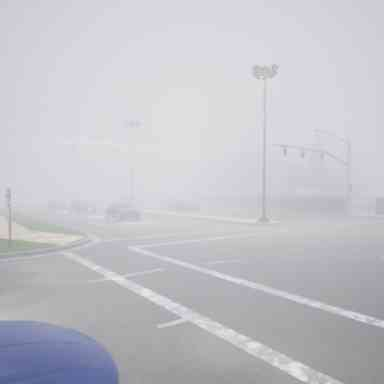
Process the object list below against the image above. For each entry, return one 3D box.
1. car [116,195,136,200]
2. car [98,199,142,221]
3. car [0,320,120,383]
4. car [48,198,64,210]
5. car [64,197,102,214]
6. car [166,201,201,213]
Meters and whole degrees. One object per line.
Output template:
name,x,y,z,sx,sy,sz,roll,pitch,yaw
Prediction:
car,-12.731,1.513,63.673,2.150,2.045,5.566,1,-1,-36
car,-6.040,1.633,28.648,1.837,1.490,4.892,1,0,-36
car,-2.823,1.462,1.676,5.008,1.535,1.882,1,0,-34
car,-18.316,1.617,45.475,2.128,1.511,4.902,1,0,-36
car,-12.174,1.618,37.039,2.128,1.511,4.902,1,0,-36
car,-1.121,1.803,41.734,2.033,1.411,5.357,1,0,-36
